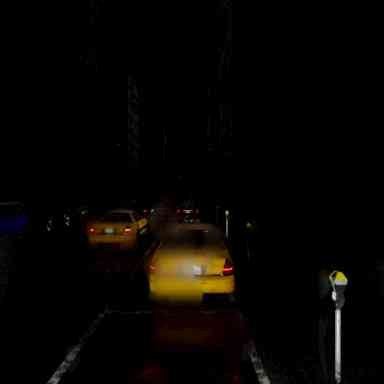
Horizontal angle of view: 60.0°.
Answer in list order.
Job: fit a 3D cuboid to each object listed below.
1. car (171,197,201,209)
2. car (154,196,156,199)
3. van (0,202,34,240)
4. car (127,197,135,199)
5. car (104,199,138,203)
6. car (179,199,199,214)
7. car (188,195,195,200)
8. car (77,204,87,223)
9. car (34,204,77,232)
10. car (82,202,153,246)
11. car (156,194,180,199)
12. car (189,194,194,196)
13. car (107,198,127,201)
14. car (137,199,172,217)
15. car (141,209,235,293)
[{"bbox_3d":[-0.290,1.443,25.481,1.967,1.590,4.097,0,0,0],"label":"car"},{"bbox_3d":[-8.782,1.643,84.589,1.802,1.307,4.206,0,0,0],"label":"car"},{"bbox_3d":[-8.815,1.342,14.478,1.690,1.788,3.998,0,0,0],"label":"van"},{"bbox_3d":[-8.815,1.591,41.985,1.802,1.307,4.206,0,0,0],"label":"car"},{"bbox_3d":[-6.243,1.605,29.531,1.895,1.301,4.718,0,0,0],"label":"car"},{"bbox_3d":[-0.290,1.558,36.484,2.008,1.369,4.403,0,0,0],"label":"car"},{"bbox_3d":[-0.237,1.636,95.394,2.008,1.369,4.403,0,0,0],"label":"car"},{"bbox_3d":[-8.815,1.585,25.481,1.802,1.307,4.206,0,0,0],"label":"car"},{"bbox_3d":[-8.815,1.568,19.979,1.947,1.339,4.313,0,0,0],"label":"car"},{"bbox_3d":[-3.144,1.460,15.201,1.801,1.575,5.366,0,0,0],"label":"car"},{"bbox_3d":[-3.050,1.232,44.051,2.150,2.045,5.566,0,0,0],"label":"car"},{"bbox_3d":[-0.257,1.501,84.576,1.967,1.590,4.097,0,0,0],"label":"car"},{"bbox_3d":[-8.815,1.573,36.483,1.947,1.339,4.313,0,0,0],"label":"car"},{"bbox_3d":[-3.052,1.551,28.456,2.033,1.411,5.357,0,0,0],"label":"car"},{"bbox_3d":[0.005,1.457,8.840,1.801,1.575,5.366,0,0,0],"label":"car"}]
